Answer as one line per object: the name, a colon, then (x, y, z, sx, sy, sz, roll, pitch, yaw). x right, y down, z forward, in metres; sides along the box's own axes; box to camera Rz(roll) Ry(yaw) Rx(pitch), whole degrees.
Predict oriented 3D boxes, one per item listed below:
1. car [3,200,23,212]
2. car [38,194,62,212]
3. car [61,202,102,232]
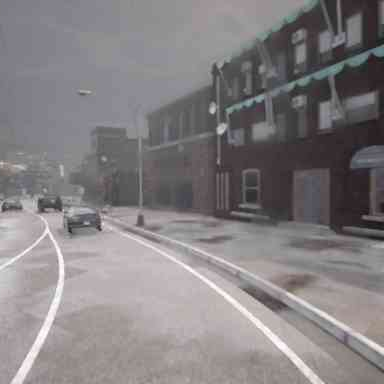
car: (-21.861, 1.636, 40.584, 1.994, 1.385, 4.181, -1, 1, -30)
car: (-16.618, 1.219, 38.902, 2.150, 2.045, 5.566, -1, 1, -30)
car: (-6.678, 1.529, 20.152, 1.812, 1.442, 4.674, -1, 1, -25)
